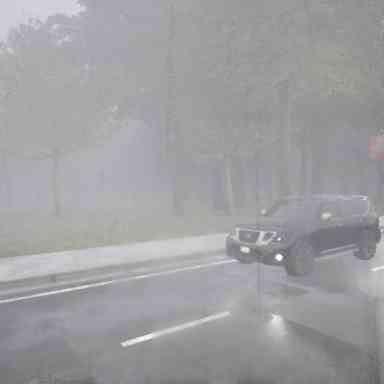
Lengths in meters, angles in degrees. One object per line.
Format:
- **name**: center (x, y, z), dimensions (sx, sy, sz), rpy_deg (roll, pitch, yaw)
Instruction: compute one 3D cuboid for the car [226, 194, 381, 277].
- **car**: center (3.627, 1.116, 10.270), dimensions (5.566, 2.045, 2.150), rpy_deg (-1, 1, -36)
